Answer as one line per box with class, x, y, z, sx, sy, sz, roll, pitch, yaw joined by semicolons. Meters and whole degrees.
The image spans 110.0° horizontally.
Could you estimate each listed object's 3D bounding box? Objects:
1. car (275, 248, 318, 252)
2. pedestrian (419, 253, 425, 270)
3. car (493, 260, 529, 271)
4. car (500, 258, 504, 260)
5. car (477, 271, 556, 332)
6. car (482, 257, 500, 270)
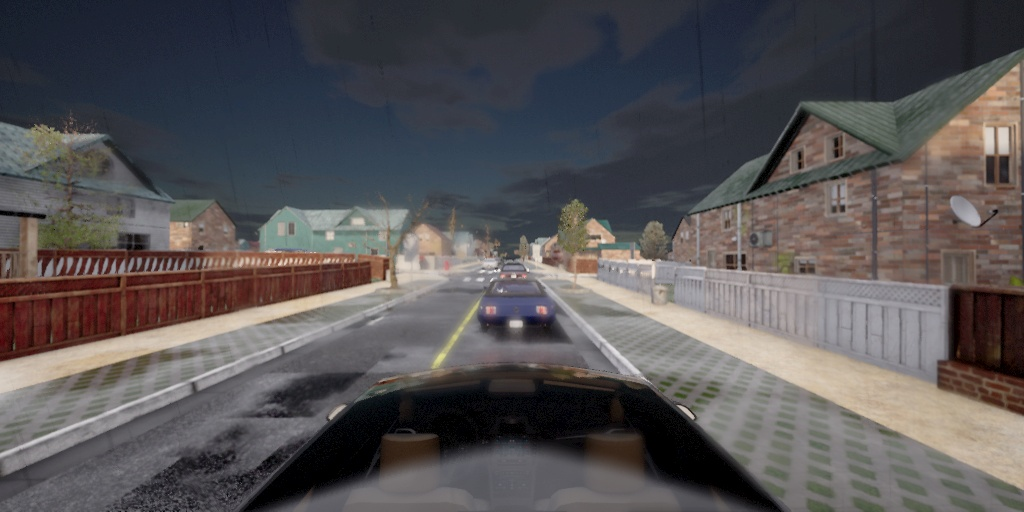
car;-18.417;0.390;32.029;5.566;2.045;2.150;1;-1;0
pedestrian;-9.606;0.567;37.882;0.375;1.860;0.375;0;-2;0
car;0.104;1.171;22.795;2.033;1.411;5.357;0;0;0
car;-2.768;0.943;63.954;2.128;1.511;4.902;0;0;1
car;0.101;1.294;10.645;1.895;1.301;4.718;0;0;0
car;-2.817;1.037;46.112;1.812;1.442;4.674;0;0;0
